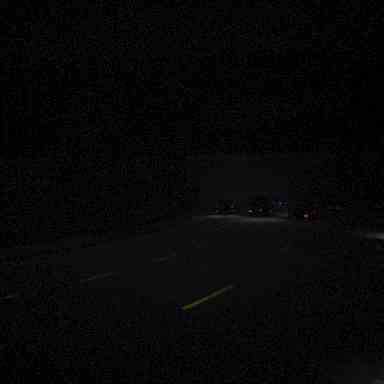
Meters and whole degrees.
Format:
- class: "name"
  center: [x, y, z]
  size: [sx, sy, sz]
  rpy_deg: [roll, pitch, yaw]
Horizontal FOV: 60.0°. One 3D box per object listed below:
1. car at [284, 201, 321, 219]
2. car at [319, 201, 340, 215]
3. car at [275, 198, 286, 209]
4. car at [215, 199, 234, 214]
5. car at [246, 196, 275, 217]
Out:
- class: "car"
  center: [9.805, 1.700, 29.899]
  size: [1.895, 1.301, 4.718]
  rpy_deg: [-1, 0, 8]
- class: "car"
  center: [14.102, 1.637, 35.502]
  size: [2.033, 1.411, 5.357]
  rpy_deg: [-1, 0, 7]
- class: "car"
  center: [11.646, 1.532, 45.041]
  size: [2.097, 1.767, 4.553]
  rpy_deg: [-1, 0, 7]
- class: "car"
  center: [3.744, 1.623, 38.225]
  size: [2.097, 1.767, 4.553]
  rpy_deg: [-1, 0, 6]
- class: "car"
  center: [6.724, 1.381, 33.808]
  size: [2.150, 2.045, 5.566]
  rpy_deg: [-1, -1, 7]
